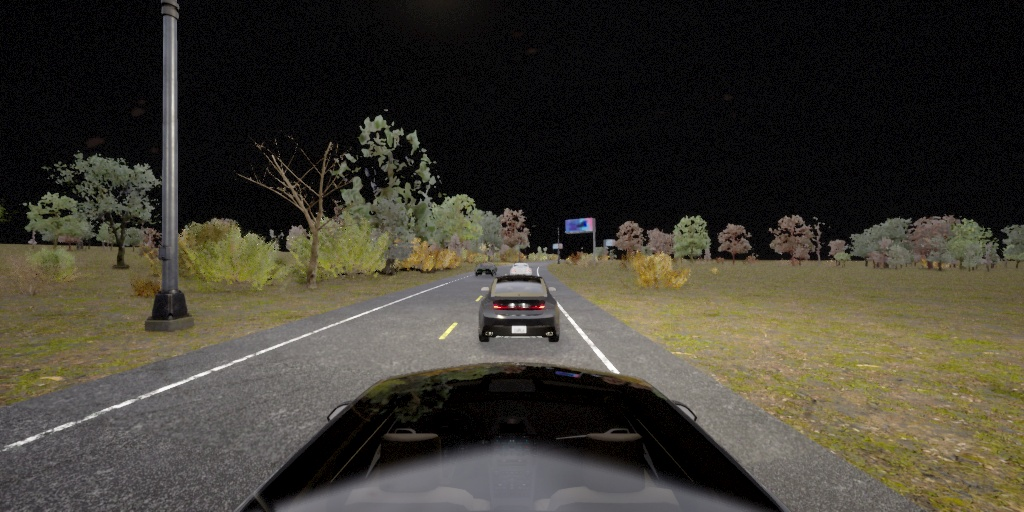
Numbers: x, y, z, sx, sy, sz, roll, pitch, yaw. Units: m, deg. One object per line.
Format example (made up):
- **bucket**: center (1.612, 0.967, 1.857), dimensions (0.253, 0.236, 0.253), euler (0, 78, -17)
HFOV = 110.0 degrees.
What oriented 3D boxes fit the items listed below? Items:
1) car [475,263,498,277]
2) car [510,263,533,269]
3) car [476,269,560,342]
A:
- **car**: center (-2.565, 1.382, 36.159), dimensions (1.895, 1.301, 4.718), euler (0, 0, 3)
- **car**: center (0.776, 1.295, 30.293), dimensions (1.812, 1.442, 4.674), euler (0, 0, 3)
- **car**: center (0.182, 1.258, 9.749), dimensions (1.837, 1.490, 4.892), euler (0, 0, 1)
